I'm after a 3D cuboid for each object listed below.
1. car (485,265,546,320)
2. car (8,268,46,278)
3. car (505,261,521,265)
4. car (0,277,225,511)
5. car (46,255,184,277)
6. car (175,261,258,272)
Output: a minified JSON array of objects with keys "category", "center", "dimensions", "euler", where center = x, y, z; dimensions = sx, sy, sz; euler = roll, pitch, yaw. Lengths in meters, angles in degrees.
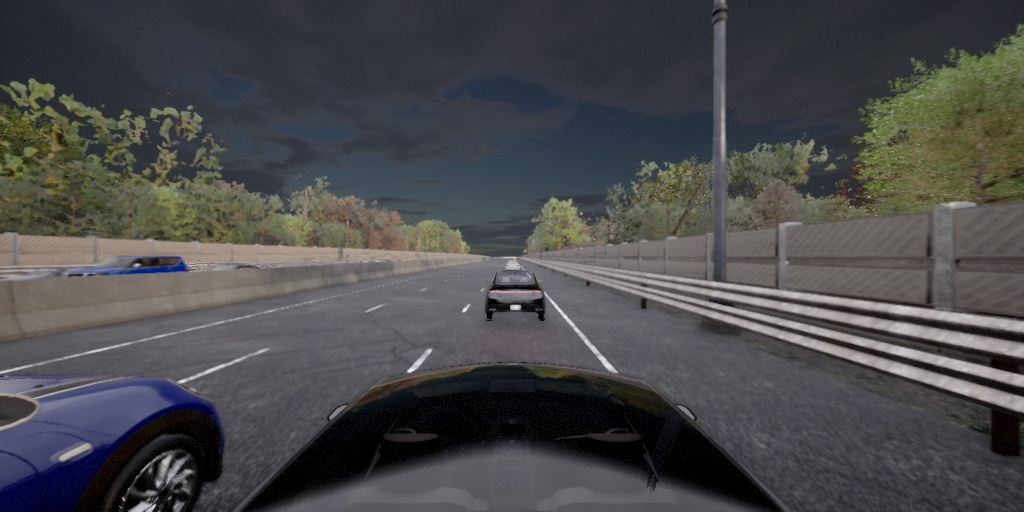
[{"category":"car","center":[0.101,1.242,12.571],"dimensions":[2.128,1.511,4.902],"euler":[0,0,0]},{"category":"car","center":[-24.598,1.315,19.284],"dimensions":[1.994,1.385,4.181],"euler":[0,0,0]},{"category":"car","center":[0.100,1.279,44.377],"dimensions":[1.812,1.442,4.674],"euler":[0,0,0]},{"category":"car","center":[-3.401,1.102,1.033],"dimensions":[2.097,1.767,4.553],"euler":[0,0,0]},{"category":"car","center":[-21.099,0.973,19.948],"dimensions":[2.150,2.045,5.566],"euler":[0,0,0]},{"category":"car","center":[-17.598,1.229,22.387],"dimensions":[1.882,1.535,5.008],"euler":[0,0,0]}]
